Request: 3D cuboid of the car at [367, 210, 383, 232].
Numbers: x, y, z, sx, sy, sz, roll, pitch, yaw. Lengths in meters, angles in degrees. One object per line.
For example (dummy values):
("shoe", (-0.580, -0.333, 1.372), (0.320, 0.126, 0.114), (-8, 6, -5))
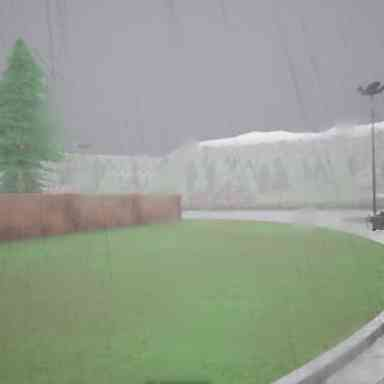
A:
("car", (11.908, 1.698, 19.163), (1.837, 1.490, 4.892), (1, -1, 3))
